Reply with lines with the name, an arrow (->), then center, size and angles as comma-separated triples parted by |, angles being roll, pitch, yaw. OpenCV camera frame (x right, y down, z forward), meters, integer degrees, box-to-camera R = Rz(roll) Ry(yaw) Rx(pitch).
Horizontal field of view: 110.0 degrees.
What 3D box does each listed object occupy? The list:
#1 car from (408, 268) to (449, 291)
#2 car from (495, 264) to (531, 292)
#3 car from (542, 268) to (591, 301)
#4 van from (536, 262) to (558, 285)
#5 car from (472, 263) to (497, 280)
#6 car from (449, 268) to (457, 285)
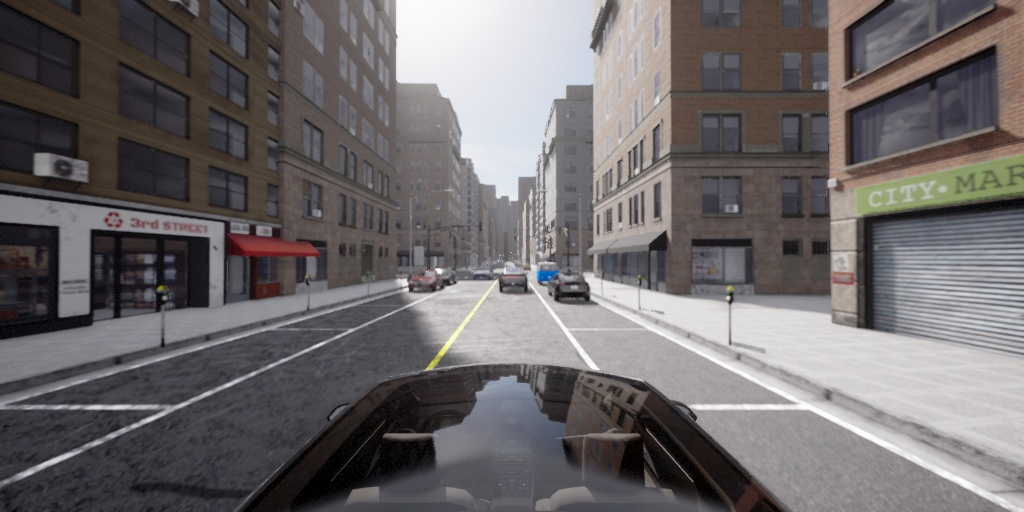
car -> -5.645, 1.593, 24.013 | 1.802, 1.307, 4.207 | 0, 0, 0
car -> 0.095, 1.502, 23.926 | 2.128, 1.511, 4.902 | 0, -1, 0
car -> 2.874, 1.513, 18.568 | 1.948, 1.339, 4.313 | 0, 0, 0
van -> 2.885, 1.417, 29.464 | 1.690, 1.789, 3.998 | 0, 0, 0
car -> -2.963, 1.720, 37.104 | 2.033, 1.411, 5.357 | 0, -1, 0
car -> -5.640, 1.641, 29.464 | 1.948, 1.339, 4.313 | 0, 0, 0
